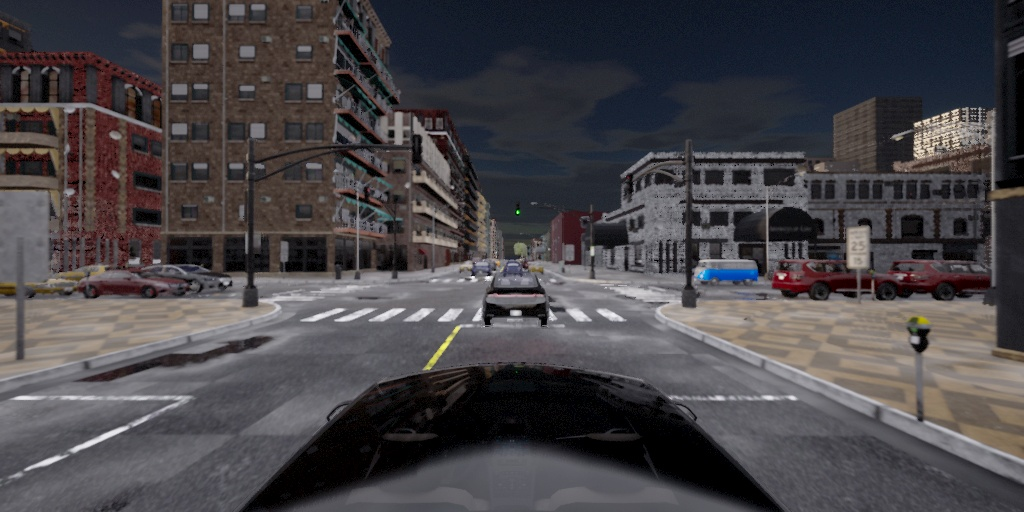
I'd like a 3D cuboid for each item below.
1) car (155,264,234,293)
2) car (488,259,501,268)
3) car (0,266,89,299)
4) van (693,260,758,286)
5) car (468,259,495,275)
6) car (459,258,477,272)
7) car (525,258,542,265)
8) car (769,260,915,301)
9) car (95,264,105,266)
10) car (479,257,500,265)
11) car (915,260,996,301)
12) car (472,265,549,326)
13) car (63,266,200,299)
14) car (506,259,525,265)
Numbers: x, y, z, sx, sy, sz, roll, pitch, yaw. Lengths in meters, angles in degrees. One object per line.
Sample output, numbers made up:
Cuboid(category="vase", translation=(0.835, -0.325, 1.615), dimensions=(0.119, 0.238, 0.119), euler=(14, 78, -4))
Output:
Cuboid(category="car", translation=(-17.683, 1.197, 19.210), dimensions=(4.902, 1.511, 2.128), euler=(0, 0, 2))
Cuboid(category="car", translation=(-3.041, 1.268, 62.502), dimensions=(1.882, 1.535, 5.008), euler=(0, 0, 1))
Cuboid(category="car", translation=(-22.959, 1.209, 16.606), dimensions=(4.829, 1.417, 1.751), euler=(0, 0, 0))
Cuboid(category="van", translation=(14.898, 1.162, 25.075), dimensions=(3.998, 1.789, 1.690), euler=(0, 0, 0))
Cuboid(category="car", translation=(-3.086, 1.290, 37.254), dimensions=(1.812, 1.442, 4.674), euler=(0, 0, 0))
Cuboid(category="car", translation=(-5.688, 1.298, 45.966), dimensions=(1.751, 1.417, 4.829), euler=(0, 0, 0))
Cuboid(category="car", translation=(2.693, 1.292, 40.767), dimensions=(1.751, 1.417, 4.829), euler=(0, 0, 0))
Cuboid(category="car", translation=(14.920, 1.098, 16.695), dimensions=(5.009, 1.841, 2.192), euler=(0, 0, 0))
Cuboid(category="car", translation=(-28.983, 1.238, 24.972), dimensions=(4.829, 1.417, 1.751), euler=(0, 0, 0))
Cuboid(category="car", translation=(-3.078, 1.265, 48.162), dimensions=(2.128, 1.511, 4.902), euler=(0, 0, 0))
Cuboid(category="car", translation=(20.444, 1.116, 16.708), dimensions=(5.009, 1.841, 2.192), euler=(0, 0, 0))
Cuboid(category="car", translation=(0.100, 1.237, 11.623), dimensions=(2.128, 1.511, 4.902), euler=(0, 0, 0))
Cuboid(category="car", translation=(-17.466, 1.276, 16.619), dimensions=(4.207, 1.307, 1.802), euler=(0, 0, 0))
Cuboid(category="car", translation=(0.089, 1.289, 36.280), dimensions=(1.812, 1.442, 4.674), euler=(0, 0, 0))
